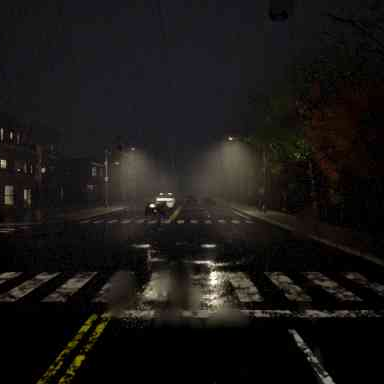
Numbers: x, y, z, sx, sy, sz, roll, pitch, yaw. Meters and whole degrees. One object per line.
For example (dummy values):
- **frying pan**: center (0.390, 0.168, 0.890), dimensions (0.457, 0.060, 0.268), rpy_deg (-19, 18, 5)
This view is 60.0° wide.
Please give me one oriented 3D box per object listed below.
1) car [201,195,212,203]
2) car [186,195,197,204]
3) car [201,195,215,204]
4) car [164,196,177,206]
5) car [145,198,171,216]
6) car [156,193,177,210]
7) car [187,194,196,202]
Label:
- **car**: center (3.085, 1.495, 73.260), dimensions (2.128, 1.511, 4.902), rpy_deg (0, 0, 0)
- **car**: center (-0.144, 1.481, 62.709), dimensions (1.837, 1.490, 4.892), rpy_deg (0, 0, 0)
- **car**: center (3.215, 1.578, 61.052), dimensions (1.895, 1.301, 4.718), rpy_deg (0, 0, 0)
- **car**: center (-3.446, 1.486, 53.629), dimensions (1.837, 1.490, 4.892), rpy_deg (0, 0, 0)
- **car**: center (-3.412, 1.554, 32.760), dimensions (1.994, 1.385, 4.181), rpy_deg (0, 0, 0)
- **car**: center (-3.429, 1.207, 43.161), dimensions (2.150, 2.045, 5.566), rpy_deg (0, 0, 0)
- **car**: center (-0.167, 1.281, 73.127), dimensions (1.882, 1.535, 5.008), rpy_deg (0, 0, 0)
